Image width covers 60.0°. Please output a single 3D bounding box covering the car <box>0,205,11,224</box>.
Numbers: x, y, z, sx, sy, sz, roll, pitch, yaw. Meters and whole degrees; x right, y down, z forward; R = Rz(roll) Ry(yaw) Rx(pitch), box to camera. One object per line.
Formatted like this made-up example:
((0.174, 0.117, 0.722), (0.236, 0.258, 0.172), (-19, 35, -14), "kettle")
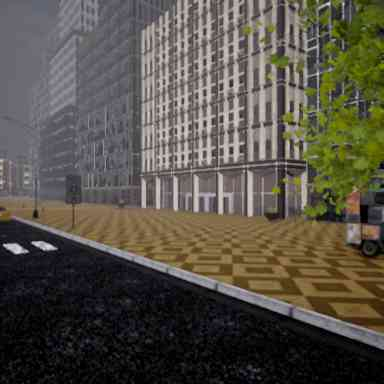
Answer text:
((-13.898, 1.466, 23.329), (1.752, 1.417, 4.829), (0, 0, -38), "car")
